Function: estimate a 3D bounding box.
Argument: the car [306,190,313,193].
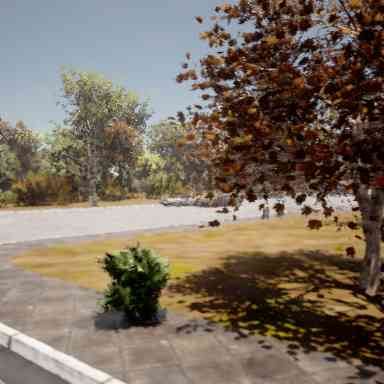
[{"bbox_3d":[18.527,-0.285,47.111,5.357,1.411,2.033,-3,2,-25],"label":"car"}]

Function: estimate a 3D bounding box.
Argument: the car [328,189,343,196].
[{"bbox_3d":[20.145,-0.246,44.004,4.674,1.442,1.812,-3,2,-25],"label":"car"}]

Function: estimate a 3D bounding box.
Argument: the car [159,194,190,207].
[{"bbox_3d":[-1.101,0.856,35.592,4.718,1.301,1.895,-2,2,-35],"label":"car"}]

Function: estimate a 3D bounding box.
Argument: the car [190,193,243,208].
[{"bbox_3d":[2.854,0.774,34.126,5.357,1.411,2.033,-3,3,-35],"label":"car"}]
